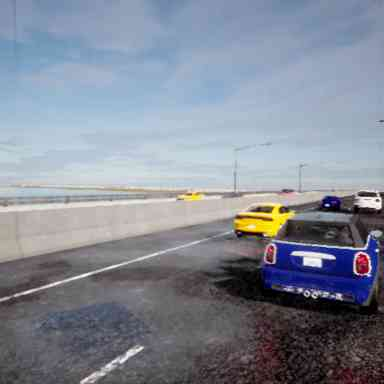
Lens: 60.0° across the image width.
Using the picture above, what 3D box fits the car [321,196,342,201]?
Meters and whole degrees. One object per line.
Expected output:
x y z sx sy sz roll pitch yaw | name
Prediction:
14.313 1.096 34.341 1.812 1.442 4.674 1 1 30 | car

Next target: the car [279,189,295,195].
17.357 0.390 60.610 2.150 2.045 5.566 1 1 27 | car

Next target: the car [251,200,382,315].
3.201 1.251 7.798 2.097 1.767 4.553 1 1 29 | car

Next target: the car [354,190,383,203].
16.537 0.864 31.186 2.150 2.045 5.566 1 1 30 | car

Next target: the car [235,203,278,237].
3.649 1.253 15.705 1.882 1.535 5.008 1 1 30 | car

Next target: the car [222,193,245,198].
6.132 0.812 48.500 2.033 1.411 5.357 1 1 31 | car

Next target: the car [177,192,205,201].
-0.102 0.747 44.744 1.882 1.535 5.008 1 1 30 | car
